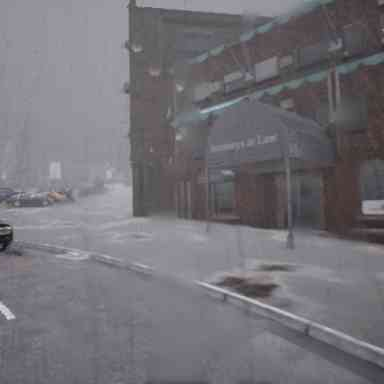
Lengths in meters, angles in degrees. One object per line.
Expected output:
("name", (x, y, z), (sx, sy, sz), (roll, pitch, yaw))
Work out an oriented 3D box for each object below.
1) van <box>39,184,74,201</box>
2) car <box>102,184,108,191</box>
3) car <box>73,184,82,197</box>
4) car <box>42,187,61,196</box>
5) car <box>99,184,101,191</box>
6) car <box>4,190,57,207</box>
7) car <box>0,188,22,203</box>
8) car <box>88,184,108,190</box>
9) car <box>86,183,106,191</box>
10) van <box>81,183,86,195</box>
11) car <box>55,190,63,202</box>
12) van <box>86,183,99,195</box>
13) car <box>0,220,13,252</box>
("van", (-19.849, 0.271, 48.094), (4.442, 1.987, 1.878), (-1, 3, -27))
("car", (-23.395, -0.917, 78.349), (5.366, 1.575, 1.946), (-1, 3, -27))
("car", (-20.336, 0.108, 51.041), (5.566, 2.045, 2.435), (-1, 3, -27))
("car", (-26.883, -0.148, 63.879), (2.128, 1.511, 4.902), (-1, 3, -7))
("car", (-22.869, -0.753, 72.201), (4.553, 1.767, 2.185), (-1, 3, -27))
("car", (-18.880, 0.923, 38.989), (4.892, 1.521, 2.231), (-1, 3, -27))
("car", (-24.619, 0.398, 45.820), (2.150, 2.045, 5.566), (-1, 3, -7))
("car", (-24.672, -1.329, 87.333), (4.892, 1.521, 2.231), (-1, 3, -27))
("car", (-24.260, -1.316, 84.315), (4.553, 1.767, 2.185), (-1, 3, -27))
("van", (-21.137, -0.147, 57.045), (4.442, 1.987, 1.878), (-1, 3, -27))
("car", (-19.230, 0.821, 42.009), (4.674, 1.452, 2.002), (-1, 3, -27))
("van", (-22.377, -0.715, 69.243), (4.442, 1.987, 1.878), (-1, 3, -27))
("car", (-8.924, 1.507, 12.890), (4.902, 1.511, 2.128), (0, -2, 33))
